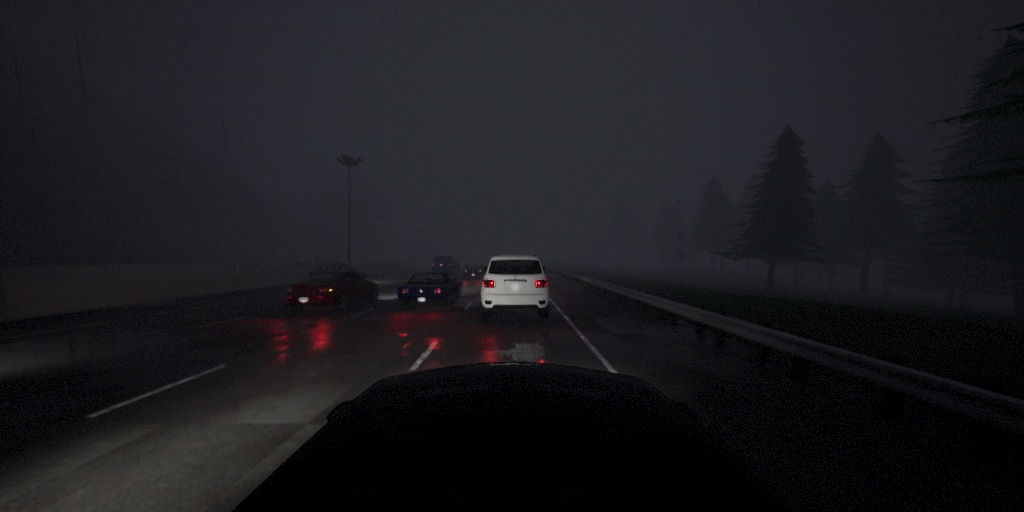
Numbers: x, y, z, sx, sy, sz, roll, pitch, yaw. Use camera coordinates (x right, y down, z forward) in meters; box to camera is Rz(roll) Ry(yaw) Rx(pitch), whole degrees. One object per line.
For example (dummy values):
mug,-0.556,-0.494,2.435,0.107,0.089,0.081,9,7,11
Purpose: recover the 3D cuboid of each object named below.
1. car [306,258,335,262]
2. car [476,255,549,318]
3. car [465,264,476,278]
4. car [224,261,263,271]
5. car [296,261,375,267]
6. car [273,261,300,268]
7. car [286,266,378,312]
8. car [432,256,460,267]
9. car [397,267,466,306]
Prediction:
car,-21.094,1.249,41.249,2.128,1.511,4.902,0,0,0
car,0.099,0.974,13.213,2.150,2.045,5.566,0,0,0
car,-3.406,1.358,33.657,1.895,1.301,4.718,0,0,0
car,-31.588,1.284,42.374,1.812,1.442,4.674,0,0,0
car,-10.401,1.246,21.740,2.128,1.511,4.902,0,0,0
car,-24.599,1.305,40.378,2.033,1.411,5.357,0,0,0
car,-6.901,1.278,14.184,1.812,1.442,4.674,0,0,0
car,-6.906,0.979,37.686,2.150,2.045,5.566,0,0,0
car,-3.402,1.354,15.762,1.895,1.301,4.718,0,0,0
